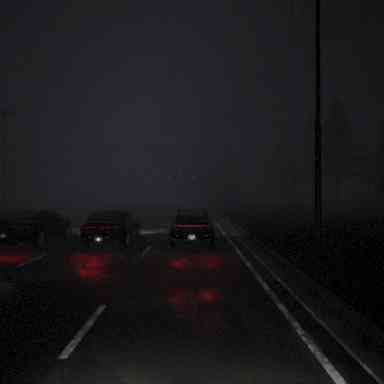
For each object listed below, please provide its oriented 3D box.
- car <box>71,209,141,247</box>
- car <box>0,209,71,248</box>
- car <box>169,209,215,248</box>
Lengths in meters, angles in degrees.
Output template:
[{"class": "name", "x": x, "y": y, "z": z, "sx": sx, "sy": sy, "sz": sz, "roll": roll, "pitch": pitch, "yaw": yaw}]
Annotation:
[{"class": "car", "x": -3.500, "y": 1.513, "z": 14.848, "sx": 1.837, "sy": 1.490, "sz": 4.892, "roll": 0, "pitch": 0, "yaw": 0}, {"class": "car", "x": -7.000, "y": 1.482, "z": 14.848, "sx": 1.882, "sy": 1.535, "sz": 5.008, "roll": 0, "pitch": 0, "yaw": 0}, {"class": "car", "x": 0.000, "y": 1.492, "z": 14.848, "sx": 2.128, "sy": 1.511, "sz": 4.902, "roll": 0, "pitch": 0, "yaw": 0}]
